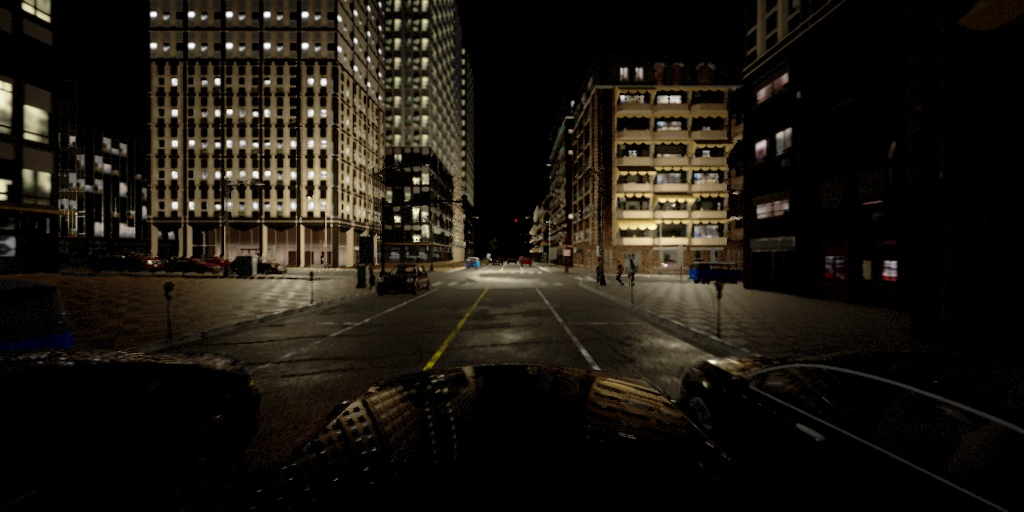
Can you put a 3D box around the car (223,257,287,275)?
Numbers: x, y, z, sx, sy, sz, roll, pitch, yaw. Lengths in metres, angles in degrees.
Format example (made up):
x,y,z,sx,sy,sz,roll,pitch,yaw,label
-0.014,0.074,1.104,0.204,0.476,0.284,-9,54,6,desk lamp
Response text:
x,y,z,sx,sy,sz,roll,pitch,yaw,label
-21.148,0.800,29.977,4.097,1.591,1.967,0,0,0,car

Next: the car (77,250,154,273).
x,y,z,sx,sy,sz,roll,pitch,yaw,label
-32.296,0.460,29.951,5.009,1.841,2.192,0,0,0,car

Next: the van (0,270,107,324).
x,y,z,sx,sy,sz,roll,pitch,yaw,label
-5.690,1.091,2.264,1.690,1.789,3.998,0,0,0,van

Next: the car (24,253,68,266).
x,y,z,sx,sy,sz,roll,pitch,yaw,label
-49.106,0.371,38.294,4.313,1.339,1.948,0,0,0,car

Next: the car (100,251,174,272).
x,y,z,sx,sy,sz,roll,pitch,yaw,label
-33.933,0.461,32.544,4.553,1.767,2.097,1,0,0,car

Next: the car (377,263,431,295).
x,y,z,sx,sy,sz,roll,pitch,yaw,label
-5.691,1.178,19.210,1.967,1.591,4.097,0,0,0,car

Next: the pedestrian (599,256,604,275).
x,y,z,sx,sy,sz,roll,pitch,yaw,label
6.135,0.877,24.543,0.375,1.860,0.375,0,0,0,pedestrian

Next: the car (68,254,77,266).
x,y,z,sx,sy,sz,roll,pitch,yaw,label
-43.700,0.438,38.307,4.829,1.417,1.751,0,0,0,car

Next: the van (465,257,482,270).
x,y,z,sx,sy,sz,roll,pitch,yaw,label
-5.691,1.065,51.683,1.690,1.789,3.998,0,0,0,van

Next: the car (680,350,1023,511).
x,y,z,sx,sy,sz,roll,pitch,yaw,label
2.690,1.300,2.263,2.007,1.370,4.403,0,0,0,car

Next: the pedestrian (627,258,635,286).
x,y,z,sx,sy,sz,roll,pitch,yaw,label
8.024,1.066,23.943,0.375,1.860,0.375,0,0,0,pedestrian

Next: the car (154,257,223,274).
x,y,z,sx,sy,sz,roll,pitch,yaw,label
-26.722,0.835,29.964,4.207,1.307,1.802,0,0,0,car

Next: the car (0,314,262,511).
x,y,z,sx,sy,sz,roll,pitch,yaw,label
-3.099,1.276,1.308,1.812,1.442,4.674,0,0,0,car

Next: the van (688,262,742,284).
x,y,z,sx,sy,sz,roll,pitch,yaw,label
16.912,1.434,29.926,3.998,1.789,1.690,0,0,0,van

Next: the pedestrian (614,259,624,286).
x,y,z,sx,sy,sz,roll,pitch,yaw,label
7.013,1.039,23.344,0.375,1.860,0.375,0,0,0,pedestrian
